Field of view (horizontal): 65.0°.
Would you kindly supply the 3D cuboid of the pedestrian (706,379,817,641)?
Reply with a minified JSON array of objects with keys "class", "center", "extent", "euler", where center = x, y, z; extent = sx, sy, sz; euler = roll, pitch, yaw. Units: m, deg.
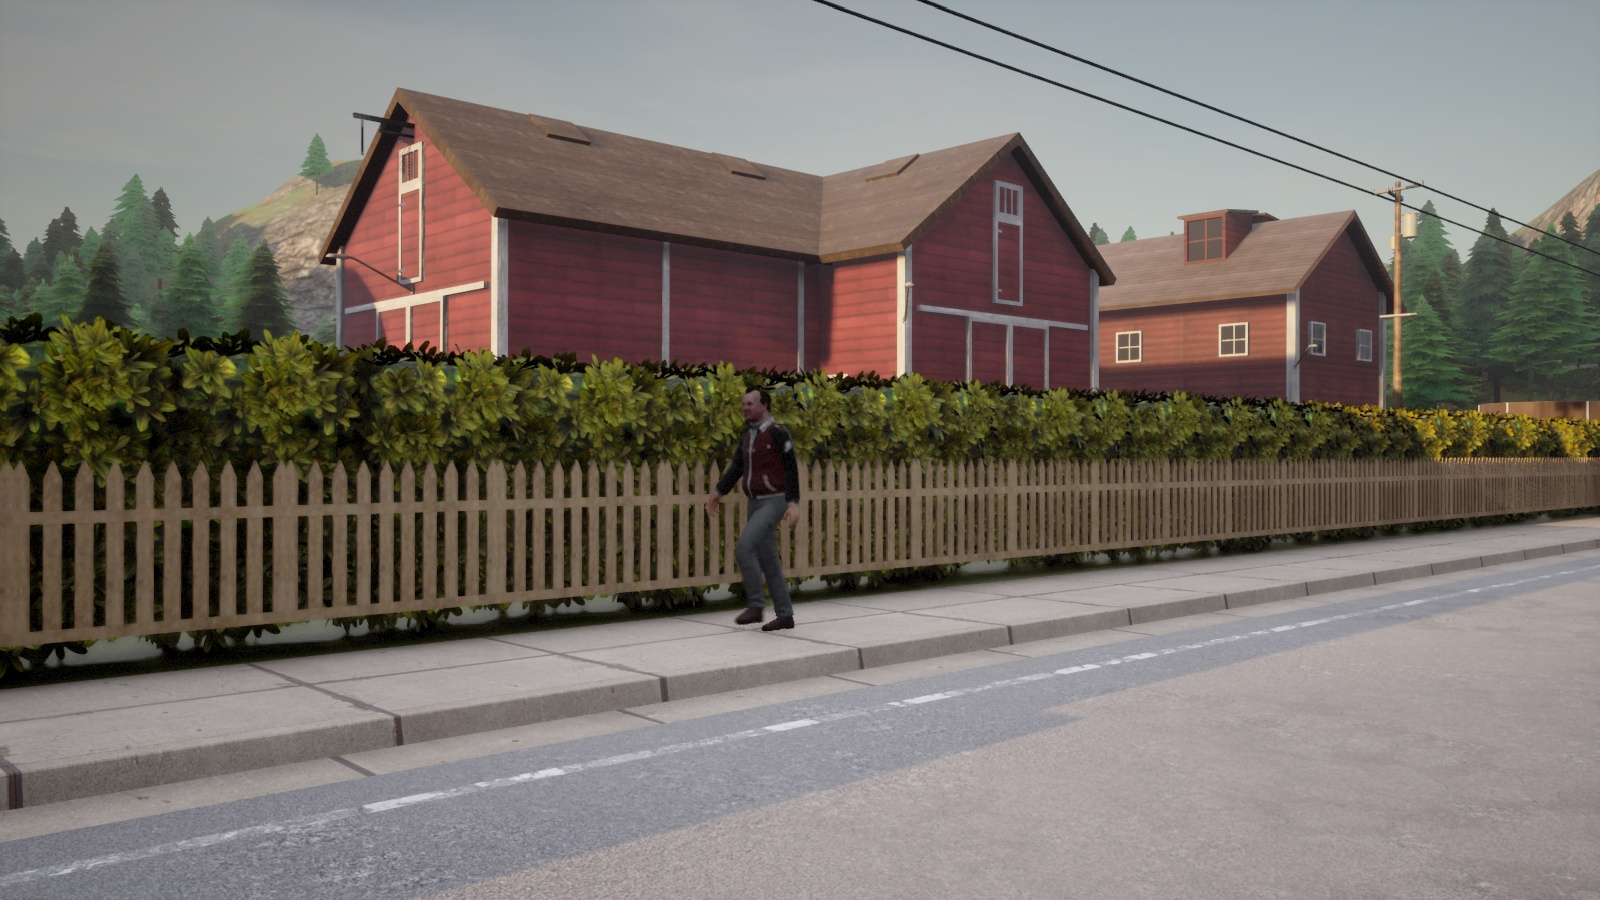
[{"class":"pedestrian","center":[-0.280,0.423,9.238],"extent":[0.720,1.854,0.376],"euler":[0,0,-36]}]
